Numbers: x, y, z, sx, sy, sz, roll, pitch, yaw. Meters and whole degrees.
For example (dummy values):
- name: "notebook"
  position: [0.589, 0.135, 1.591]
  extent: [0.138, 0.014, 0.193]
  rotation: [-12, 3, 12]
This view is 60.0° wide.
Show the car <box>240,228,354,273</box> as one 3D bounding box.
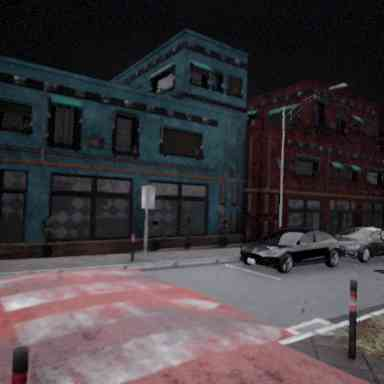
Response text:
- name: "car"
  position: [4.119, 2.246, 13.500]
  extent: [4.792, 1.488, 2.163]
  rotation: [4, -2, -36]

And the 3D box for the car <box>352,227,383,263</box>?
- name: "car"
  position: [8.625, 2.548, 16.740]
  extent: [4.892, 1.521, 2.231]
  rotation: [4, -2, -36]
